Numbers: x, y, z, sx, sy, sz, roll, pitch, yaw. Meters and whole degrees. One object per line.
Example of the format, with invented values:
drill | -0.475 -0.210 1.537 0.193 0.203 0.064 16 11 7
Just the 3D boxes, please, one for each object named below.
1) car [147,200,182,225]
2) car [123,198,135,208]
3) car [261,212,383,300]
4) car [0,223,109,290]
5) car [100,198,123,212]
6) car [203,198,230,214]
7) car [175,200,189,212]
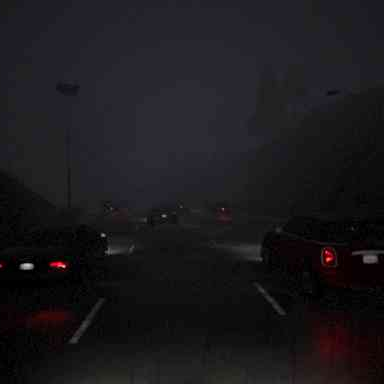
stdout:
car | -2.203 1.569 24.060 1.994 1.385 4.181 -1 0 -11
car | -9.870 1.568 48.944 2.128 1.511 4.902 0 0 -26
car | 3.283 1.304 8.483 2.097 1.767 4.553 -1 0 -4
car | -3.633 1.583 9.340 2.033 1.411 5.357 -1 0 -5
car | -9.915 1.590 40.051 1.837 1.490 4.892 0 0 -19
car | 2.499 1.442 35.286 1.837 1.490 4.892 0 0 -14
car | -1.658 1.550 37.349 1.994 1.385 4.181 -1 0 -15
